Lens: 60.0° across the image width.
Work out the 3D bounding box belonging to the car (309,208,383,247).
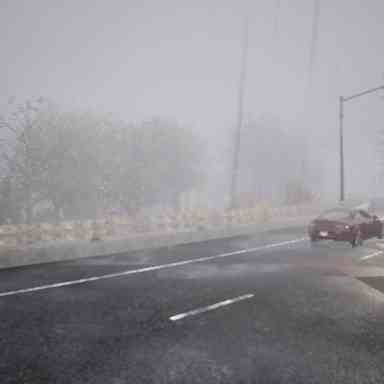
[{"bbox_3d":[6.703,1.399,14.268,4.674,1.442,1.812,-1,0,-43],"label":"car"}]

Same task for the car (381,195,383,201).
[{"bbox_3d":[34.696,0.935,58.384,1.812,1.442,4.674,0,0,16],"label":"car"}]
